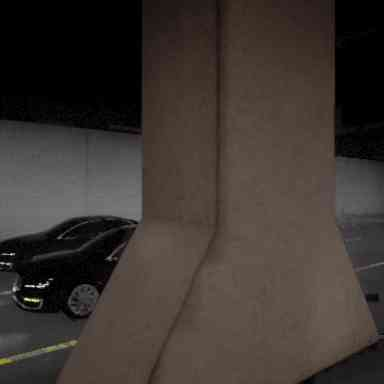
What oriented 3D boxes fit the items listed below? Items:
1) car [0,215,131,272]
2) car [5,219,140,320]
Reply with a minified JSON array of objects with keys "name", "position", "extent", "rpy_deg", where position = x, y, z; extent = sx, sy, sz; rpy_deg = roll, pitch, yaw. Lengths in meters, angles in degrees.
[{"name":"car","position":[-3.268,1.504,10.259],"extent":[4.892,1.490,1.837],"rpy_deg":[0,0,-36]},{"name":"car","position":[-1.222,1.504,7.419],"extent":[4.892,1.490,1.837],"rpy_deg":[0,0,-35]}]
